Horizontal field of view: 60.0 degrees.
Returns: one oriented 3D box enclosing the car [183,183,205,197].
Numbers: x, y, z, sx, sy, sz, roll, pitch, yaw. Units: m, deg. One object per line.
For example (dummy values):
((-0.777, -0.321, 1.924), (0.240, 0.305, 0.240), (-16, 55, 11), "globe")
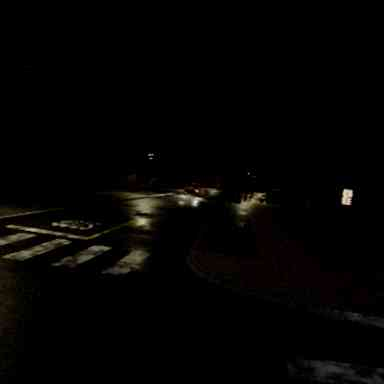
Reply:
((0.341, -0.307, 40.835), (1.882, 1.535, 5.008), (8, 3, 11), "car")
